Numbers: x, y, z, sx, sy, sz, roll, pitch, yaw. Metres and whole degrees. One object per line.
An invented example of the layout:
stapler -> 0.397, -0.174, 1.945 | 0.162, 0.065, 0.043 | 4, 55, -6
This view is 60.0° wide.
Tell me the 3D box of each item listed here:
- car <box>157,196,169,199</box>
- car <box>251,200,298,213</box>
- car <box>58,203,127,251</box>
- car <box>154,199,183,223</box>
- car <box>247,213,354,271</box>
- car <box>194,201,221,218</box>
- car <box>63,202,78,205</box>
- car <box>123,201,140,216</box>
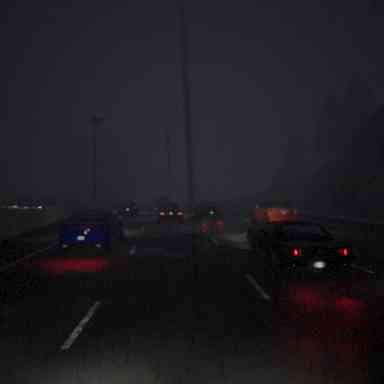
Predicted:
car -> -3.658, 1.322, 41.596 | 2.097, 1.767, 4.553 | 0, 0, -7
car -> 5.550, 1.325, 22.961 | 2.097, 1.767, 4.553 | 0, 0, -6
car -> -4.118, 1.472, 14.188 | 1.882, 1.535, 5.008 | 0, 0, -5
car -> -1.746, 1.529, 25.484 | 2.033, 1.411, 5.357 | 0, 0, -7
car -> 3.157, 1.587, 10.827 | 1.895, 1.301, 4.718 | 0, 0, -4
car -> 1.324, 1.499, 29.268 | 1.812, 1.442, 4.674 | 0, 0, -7
car -> -19.357, 1.585, 53.700 | 1.895, 1.301, 4.718 | 0, 0, -6
car -> -6.073, 1.546, 32.229 | 1.994, 1.385, 4.181 | 0, 0, -7
